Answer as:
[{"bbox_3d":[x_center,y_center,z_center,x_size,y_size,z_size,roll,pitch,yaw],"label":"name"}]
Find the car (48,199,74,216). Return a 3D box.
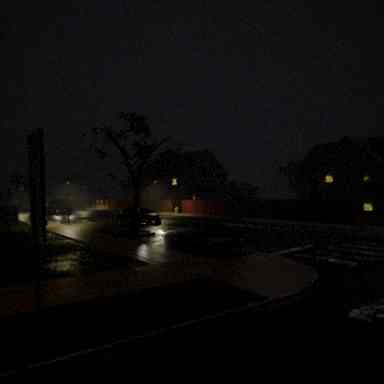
[{"bbox_3d":[-17.272,1.931,43.497,2.150,2.045,5.566,-2,0,-35],"label":"car"}]

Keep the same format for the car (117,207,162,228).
[{"bbox_3d":[-4.096,1.873,25.123,1.837,1.490,4.892,-2,0,-36],"label":"car"}]
